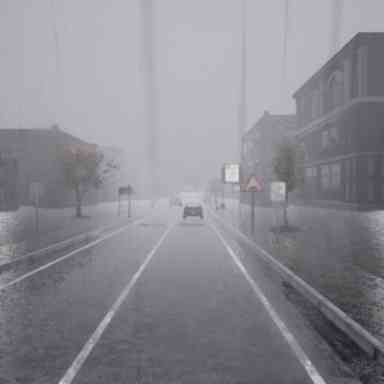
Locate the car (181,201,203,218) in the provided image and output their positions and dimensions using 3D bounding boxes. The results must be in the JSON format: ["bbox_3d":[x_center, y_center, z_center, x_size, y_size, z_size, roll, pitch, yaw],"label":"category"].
[{"bbox_3d":[0.108,1.806,33.627,1.882,1.535,5.008,0,-1,0],"label":"car"}]

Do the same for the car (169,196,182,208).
[{"bbox_3d":[-2.996,1.872,62.743,2.150,2.045,5.566,0,0,1],"label":"car"}]
